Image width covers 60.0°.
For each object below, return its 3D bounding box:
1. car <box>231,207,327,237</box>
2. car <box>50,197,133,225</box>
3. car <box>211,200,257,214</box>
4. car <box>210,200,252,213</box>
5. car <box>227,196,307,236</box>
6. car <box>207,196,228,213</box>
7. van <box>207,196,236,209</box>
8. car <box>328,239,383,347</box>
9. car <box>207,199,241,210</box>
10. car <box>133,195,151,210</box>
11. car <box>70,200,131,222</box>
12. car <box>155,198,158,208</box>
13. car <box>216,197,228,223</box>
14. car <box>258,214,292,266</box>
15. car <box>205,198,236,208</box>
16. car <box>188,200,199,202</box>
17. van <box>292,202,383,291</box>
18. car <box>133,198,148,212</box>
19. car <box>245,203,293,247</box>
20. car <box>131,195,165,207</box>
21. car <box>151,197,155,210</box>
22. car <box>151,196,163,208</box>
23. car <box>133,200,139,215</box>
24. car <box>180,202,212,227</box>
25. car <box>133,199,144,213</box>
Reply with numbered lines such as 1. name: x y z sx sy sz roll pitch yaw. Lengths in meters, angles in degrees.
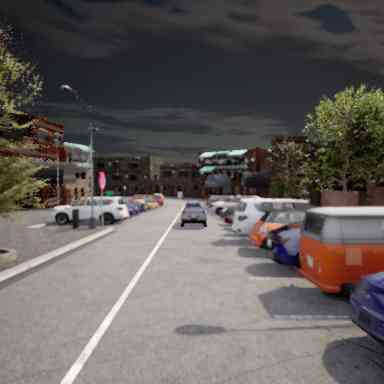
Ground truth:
1. car: 4.699 1.631 18.510 4.792 1.488 2.163 0 0 0
2. car: -7.682 1.393 25.162 5.566 2.045 2.435 0 0 0
3. car: 4.684 1.729 38.066 5.008 1.535 2.097 0 0 0
4. car: 4.700 1.748 40.859 4.892 1.521 2.231 0 0 0
5. car: 4.694 1.332 15.719 5.566 2.045 2.435 0 0 0
6. car: 4.659 1.460 35.273 5.566 2.045 2.435 0 0 0
7. van: 4.589 1.588 52.032 4.442 1.987 1.878 0 0 0
8. car: 4.652 1.551 4.542 4.674 1.452 2.002 0 0 0
9. car: 4.709 1.803 49.237 4.892 1.521 2.231 0 0 0
10. car: -7.669 1.614 39.852 4.553 1.767 2.185 0 0 0
11. car: -7.619 1.537 27.974 4.553 1.767 2.185 0 0 0
12. car: -7.816 1.775 45.727 5.366 1.575 1.946 0 0 0
13. car: 4.713 1.550 29.810 4.553 1.767 2.185 0 0 0
14. car: 4.689 1.577 10.131 4.792 1.488 2.163 0 0 0
15. car: 4.702 1.806 54.840 4.892 1.521 2.231 0 1 0
16. car: 0.145 1.754 42.290 1.882 1.535 5.008 0 0 0
17. van: 4.775 1.303 7.337 4.442 1.987 1.878 0 0 0
18. car: -7.670 1.750 36.913 4.792 1.488 2.163 0 0 0
19. car: 4.633 1.440 12.924 4.553 1.767 2.185 0 0 0
20. car: -7.591 1.528 57.382 5.566 2.045 2.435 0 0 0
21. car: -7.641 1.759 42.664 4.892 1.521 2.231 0 0 0
22. car: -7.443 1.794 48.666 5.366 1.575 1.946 0 0 0
23. car: -7.644 1.722 30.911 4.674 1.452 2.002 0 0 0
24. car: 0.126 1.708 24.493 2.033 1.411 5.357 0 0 0
25. car: -7.641 1.742 33.974 4.674 1.452 2.002 0 0 0
